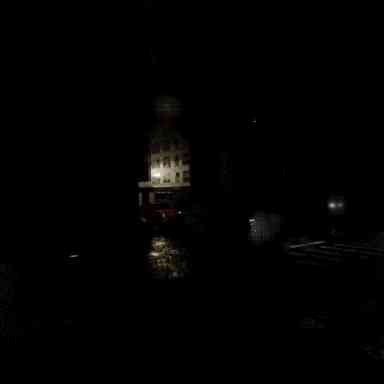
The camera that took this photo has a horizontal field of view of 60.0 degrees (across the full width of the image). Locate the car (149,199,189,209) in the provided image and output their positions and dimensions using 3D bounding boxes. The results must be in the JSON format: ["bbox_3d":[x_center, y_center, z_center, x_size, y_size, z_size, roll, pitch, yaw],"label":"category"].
[{"bbox_3d":[-2.593,1.630,25.668,2.097,1.767,4.553,0,0,-36],"label":"car"}]

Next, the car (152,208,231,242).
[{"bbox_3d":[-0.150,1.778,17.652,1.802,1.307,4.206,-1,0,-36],"label":"car"}]

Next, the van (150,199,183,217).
[{"bbox_3d":[-2.816,1.689,36.045,1.690,1.788,3.998,-1,0,-36],"label":"van"}]

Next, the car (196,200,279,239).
[{"bbox_3d":[2.580,1.518,18.394,2.097,1.767,4.553,0,0,-35],"label":"car"}]

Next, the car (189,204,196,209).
[{"bbox_3d":[-1.859,1.844,30.148,2.033,1.411,5.357,0,0,-36],"label":"car"}]

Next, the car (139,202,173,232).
[{"bbox_3d":[-3.353,1.706,22.132,1.967,1.590,4.097,-1,0,-36],"label":"car"}]

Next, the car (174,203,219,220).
[{"bbox_3d":[0.288,1.804,31.705,1.752,1.417,4.829,-1,0,-36],"label":"car"}]
